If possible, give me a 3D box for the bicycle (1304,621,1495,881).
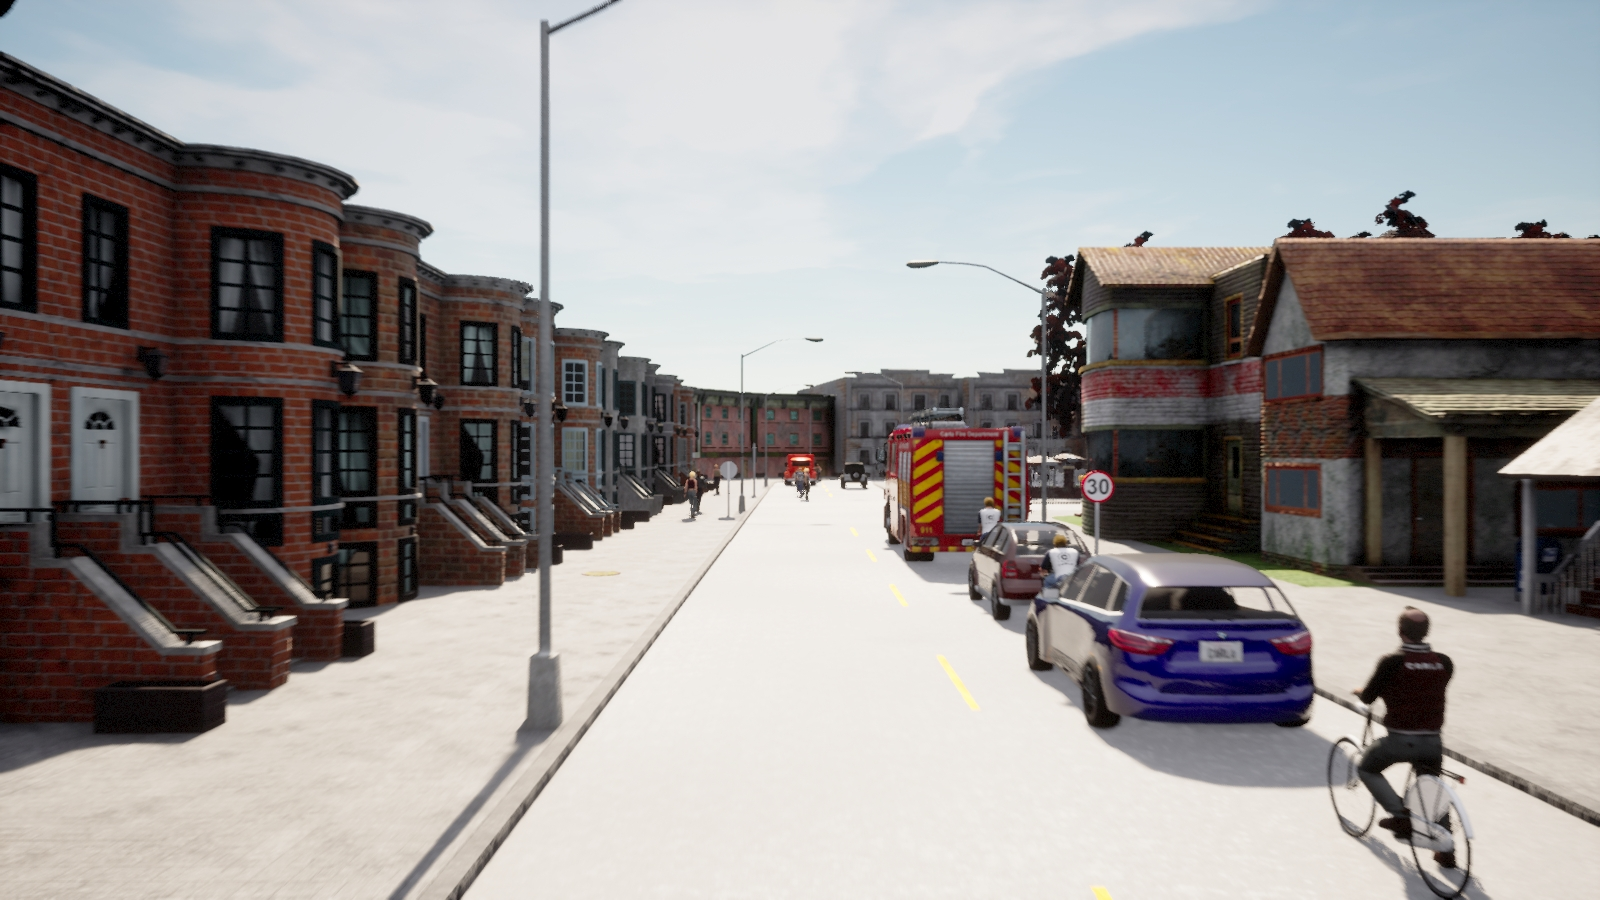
[{"bbox_3d":[3.994,1.940,7.759,0.329,1.271,1.835,0,0,0],"label":"bicycle"}]

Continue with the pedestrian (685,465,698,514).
[{"bbox_3d":[-4.204,1.523,44.271,0.375,1.860,0.375,0,0,19],"label":"pedestrian"}]

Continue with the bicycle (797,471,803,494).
[{"bbox_3d":[-0.008,1.936,68.311,0.373,1.296,1.643,0,0,0],"label":"bicycle"}]

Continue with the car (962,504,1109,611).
[{"bbox_3d":[4.009,1.800,20.022,1.789,1.549,3.705,0,0,0],"label":"car"}]

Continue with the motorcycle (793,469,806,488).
[{"bbox_3d":[-0.010,1.962,77.778,0.856,1.236,1.805,0,0,0],"label":"motorcycle"}]

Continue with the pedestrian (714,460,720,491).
[{"bbox_3d":[-4.988,1.524,68.690,0.375,1.860,0.375,0,0,2],"label":"pedestrian"}]

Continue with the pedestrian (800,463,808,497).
[{"bbox_3d":[0.214,1.628,62.893,0.375,1.860,0.375,0,0,-15],"label":"pedestrian"}]

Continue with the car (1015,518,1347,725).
[{"bbox_3d":[4.003,1.747,13.011,2.242,1.667,4.611,0,0,0],"label":"car"}]

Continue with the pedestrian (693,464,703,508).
[{"bbox_3d":[-4.350,1.524,48.774,0.375,1.860,0.375,0,0,-16],"label":"pedestrian"}]

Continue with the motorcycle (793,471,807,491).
[{"bbox_3d":[-0.010,1.962,72.582,0.856,1.236,1.805,0,0,0],"label":"motorcycle"}]

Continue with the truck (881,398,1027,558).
[{"bbox_3d":[3.998,0.671,31.681,2.891,3.827,8.468,0,0,0],"label":"truck"}]
